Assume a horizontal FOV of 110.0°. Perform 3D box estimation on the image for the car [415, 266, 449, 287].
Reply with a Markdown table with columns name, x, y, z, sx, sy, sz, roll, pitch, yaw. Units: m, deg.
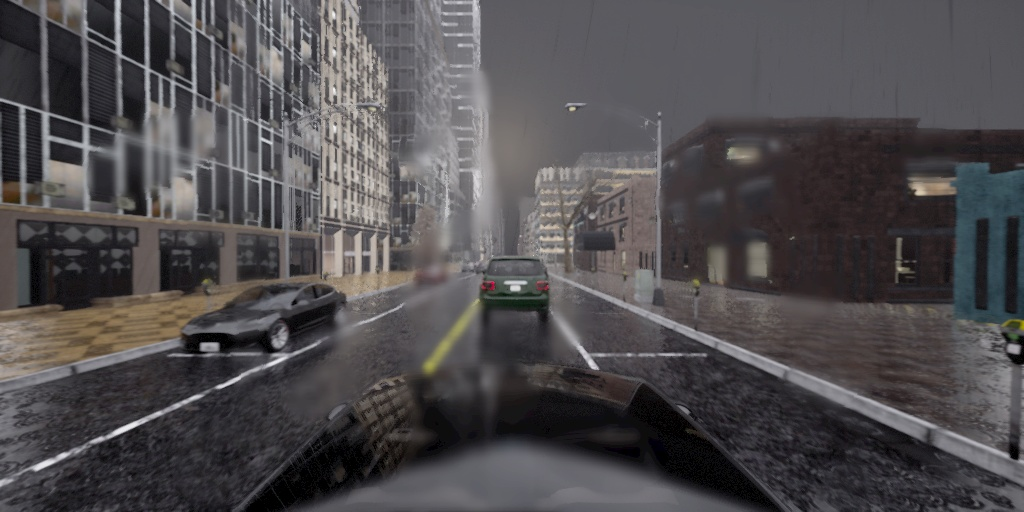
| name | x | y | z | sx | sy | sz | roll | pitch | yaw |
| --- | --- | --- | --- | --- | --- | --- | --- | --- | --- |
| car | -5.691 | 1.415 | 25.864 | 1.888 | 1.381 | 4.507 | 0 | 0 | 0 |

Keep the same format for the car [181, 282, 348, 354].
| name | x | y | z | sx | sy | sz | roll | pitch | yaw |
| --- | --- | --- | --- | --- | --- | --- | --- | --- | --- |
| car | -5.691 | 1.352 | 8.932 | 1.948 | 1.339 | 4.313 | 0 | 0 | 0 |

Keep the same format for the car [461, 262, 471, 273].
| name | x | y | z | sx | sy | sz | roll | pitch | yaw |
| --- | --- | --- | --- | --- | --- | --- | --- | --- | --- |
| car | -5.795 | 1.533 | 48.439 | 2.007 | 1.370 | 4.403 | 0 | 0 | 0 |

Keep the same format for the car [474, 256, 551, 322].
| name | x | y | z | sx | sy | sz | roll | pitch | yaw |
| --- | --- | --- | --- | --- | --- | --- | --- | --- | --- |
| car | 0.089 | 1.024 | 12.752 | 2.150 | 2.045 | 5.566 | 0 | -1 | 0 |

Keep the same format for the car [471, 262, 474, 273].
| name | x | y | z | sx | sy | sz | roll | pitch | yaw |
| --- | --- | --- | --- | --- | --- | --- | --- | --- | --- |
| car | -3.094 | 1.438 | 41.324 | 2.128 | 1.511 | 4.902 | 0 | 0 | 0 |
